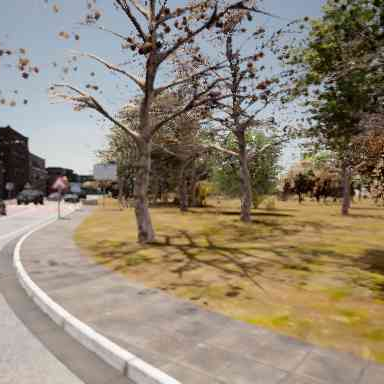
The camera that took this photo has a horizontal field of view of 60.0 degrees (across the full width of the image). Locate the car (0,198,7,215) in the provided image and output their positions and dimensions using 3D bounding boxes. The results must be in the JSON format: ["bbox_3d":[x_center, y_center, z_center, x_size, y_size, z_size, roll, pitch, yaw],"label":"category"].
[{"bbox_3d":[-16.733,1.122,26.889,2.097,1.767,4.553,0,1,-13],"label":"car"}]

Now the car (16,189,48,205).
[{"bbox_3d":[-19.965,0.682,41.268,2.150,2.045,5.566,1,-2,-13],"label":"car"}]

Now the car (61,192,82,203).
[{"bbox_3d":[-19.199,1.030,53.134,1.895,1.301,4.718,0,1,-13],"label":"car"}]

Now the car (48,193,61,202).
[{"bbox_3d":[-23.272,0.911,56.466,1.812,1.442,4.674,0,1,-13],"label":"car"}]

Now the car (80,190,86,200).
[{"bbox_3d":[-21.369,0.544,62.897,2.150,2.045,5.566,0,1,-12],"label":"car"}]
